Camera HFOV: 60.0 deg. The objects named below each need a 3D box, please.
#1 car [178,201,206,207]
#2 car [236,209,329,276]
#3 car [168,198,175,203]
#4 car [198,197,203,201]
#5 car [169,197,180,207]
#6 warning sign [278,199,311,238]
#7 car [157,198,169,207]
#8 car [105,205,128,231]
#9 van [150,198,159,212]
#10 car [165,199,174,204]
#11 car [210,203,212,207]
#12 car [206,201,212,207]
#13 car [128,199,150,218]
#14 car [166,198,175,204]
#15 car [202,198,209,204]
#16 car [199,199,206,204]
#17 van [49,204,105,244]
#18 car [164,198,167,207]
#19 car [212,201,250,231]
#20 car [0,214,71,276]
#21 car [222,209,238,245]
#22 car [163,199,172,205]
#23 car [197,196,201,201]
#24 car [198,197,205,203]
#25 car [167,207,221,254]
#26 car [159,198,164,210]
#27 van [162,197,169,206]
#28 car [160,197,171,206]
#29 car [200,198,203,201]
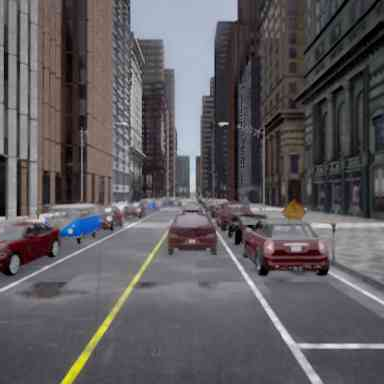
[{"bbox_3d":[0.022,1.781,28.496,1.837,1.490,4.892,0,0,0],"label":"car"},{"bbox_3d":[2.761,1.544,10.733,1.967,1.590,4.097,0,-1,0],"label":"car"},{"bbox_3d":[-5.763,2.517,95.269,1.802,1.307,4.206,0,-1,0],"label":"car"},{"bbox_3d":[2.762,2.289,72.729,1.802,1.307,4.206,0,-1,0],"label":"car"},{"bbox_3d":[-3.023,2.121,64.544,2.128,1.511,4.902,0,-1,1],"label":"car"},{"bbox_3d":[5.072,1.275,16.531,1.300,1.860,1.060,0,0,0],"label":"warning sign"},{"bbox_3d":[-5.764,2.090,67.088,1.967,1.590,4.097,0,-1,0],"label":"car"},{"bbox_3d":[-5.764,1.651,21.997,1.967,1.590,4.097,0,-1,0],"label":"car"},{"bbox_3d":[-5.764,1.768,44.544,1.690,1.788,3.998,0,-1,0],"label":"van"},{"bbox_3d":[-5.763,2.385,83.996,1.947,1.339,4.313,0,-1,0],"label":"car"},{"bbox_3d":[2.761,1.810,27.641,1.887,1.381,4.507,0,-1,0],"label":"car"},{"bbox_3d":[2.761,1.885,33.277,1.947,1.339,4.313,0,-1,0],"label":"car"},{"bbox_3d":[-5.764,1.759,33.270,1.967,1.590,4.097,0,-1,0],"label":"car"},{"bbox_3d":[-5.763,2.428,89.632,2.008,1.369,4.403,0,-1,0],"label":"car"},{"bbox_3d":[2.761,1.868,44.550,1.967,1.590,4.097,0,-1,0],"label":"car"},{"bbox_3d":[2.762,2.459,89.638,1.802,1.307,4.206,0,-1,0],"label":"car"},{"bbox_3d":[-5.765,1.498,16.362,1.690,1.788,3.998,0,-1,0],"label":"van"},{"bbox_3d":[-5.763,2.088,55.814,2.008,1.369,4.403,0,-1,0],"label":"car"},{"bbox_3d":[2.760,1.527,22.008,2.192,1.841,5.009,0,-1,0],"label":"car"},{"bbox_3d":[-5.764,1.648,10.723,1.887,1.381,4.507,0,-1,0],"label":"car"},{"bbox_3d":[2.761,1.724,16.369,1.947,1.339,4.313,0,-1,0],"label":"car"},{"bbox_3d":[-5.763,2.329,78.360,1.947,1.339,4.313,0,-1,0],"label":"car"},{"bbox_3d":[2.762,2.402,84.001,1.802,1.307,4.206,0,-1,0],"label":"car"},{"bbox_3d":[2.762,2.376,95.275,1.967,1.590,4.097,0,-1,0],"label":"car"},{"bbox_3d":[0.030,1.615,14.250,1.882,1.535,5.008,0,0,1],"label":"car"},{"bbox_3d":[-5.763,2.005,50.009,1.752,1.417,4.829,0,-1,0],"label":"car"},{"bbox_3d":[-5.764,1.934,61.453,1.690,1.788,3.998,0,-1,0],"label":"van"},{"bbox_3d":[-5.764,2.021,72.726,2.192,1.841,5.009,0,-1,0],"label":"car"},{"bbox_3d":[2.762,2.104,55.821,1.947,1.339,4.313,0,-1,0],"label":"car"}]
